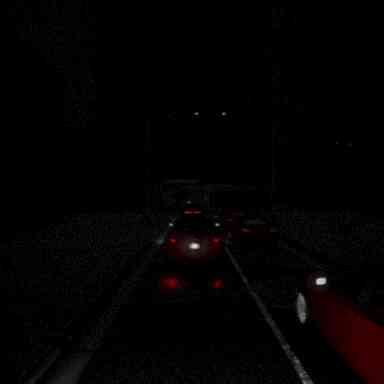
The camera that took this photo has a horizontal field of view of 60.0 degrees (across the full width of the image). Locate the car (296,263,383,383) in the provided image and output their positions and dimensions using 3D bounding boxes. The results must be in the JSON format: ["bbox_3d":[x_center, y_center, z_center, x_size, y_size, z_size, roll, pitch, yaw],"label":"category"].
[{"bbox_3d":[2.652,1.559,4.086,1.887,1.381,4.507,1,0,0],"label":"car"}]

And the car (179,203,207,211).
[{"bbox_3d":[0.054,1.610,25.229,1.837,1.490,4.892,0,-1,0],"label":"car"}]

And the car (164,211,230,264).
[{"bbox_3d":[0.079,1.611,12.029,1.994,1.385,4.181,0,0,0],"label":"car"}]

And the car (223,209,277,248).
[{"bbox_3d":[2.649,1.642,14.962,1.802,1.307,4.206,1,0,0],"label":"car"}]
